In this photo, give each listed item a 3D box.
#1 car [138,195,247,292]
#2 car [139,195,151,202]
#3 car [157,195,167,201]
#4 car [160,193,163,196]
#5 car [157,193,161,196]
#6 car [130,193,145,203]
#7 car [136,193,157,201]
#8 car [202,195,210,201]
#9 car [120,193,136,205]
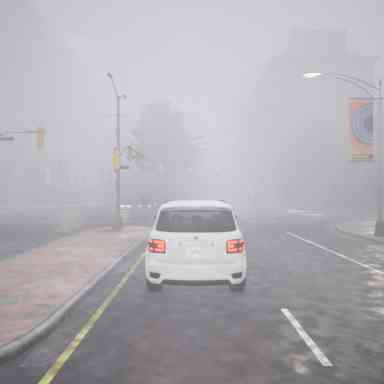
[{"bbox_3d":[0.096,1.221,9.048,2.150,2.045,5.566,0,0,0],"label":"car"},{"bbox_3d":[-11.272,1.525,80.062,2.128,1.511,4.902,0,0,0],"label":"car"},{"bbox_3d":[-7.754,1.552,86.243,1.994,1.385,4.181,0,0,0],"label":"car"},{"bbox_3d":[-7.783,1.225,76.427,2.150,2.045,5.566,0,0,0],"label":"car"},{"bbox_3d":[-7.834,1.526,66.811,1.812,1.442,4.674,0,0,1],"label":"car"},{"bbox_3d":[-11.302,1.225,69.624,2.150,2.045,5.566,0,0,0],"label":"car"},{"bbox_3d":[-7.916,1.352,57.926,2.097,1.767,4.553,0,0,0],"label":"car"},{"bbox_3d":[3.756,1.540,89.897,2.033,1.411,5.357,0,0,0],"label":"car"},{"bbox_3d":[-11.399,1.491,59.705,2.128,1.511,4.902,0,0,1],"label":"car"}]
